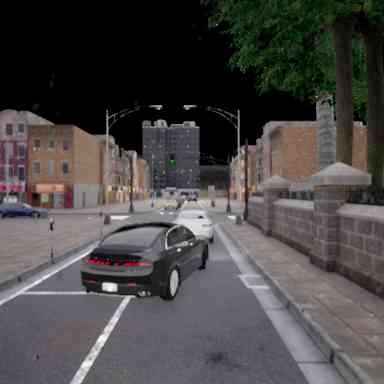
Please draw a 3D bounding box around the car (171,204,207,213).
[{"bbox_3d":[0.046,1.541,16.005,1.812,1.442,4.674,0,0,0],"label":"car"}]

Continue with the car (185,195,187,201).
[{"bbox_3d":[-2.581,1.643,64.934,1.947,1.339,4.313,0,0,0],"label":"car"}]

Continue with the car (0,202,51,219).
[{"bbox_3d":[-14.576,1.573,28.442,4.674,1.442,1.812,0,0,0],"label":"car"}]

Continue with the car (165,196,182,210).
[{"bbox_3d":[-2.600,1.572,42.956,1.752,1.417,4.829,0,0,0],"label":"car"}]

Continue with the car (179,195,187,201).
[{"bbox_3d":[-2.556,1.669,92.195,2.008,1.369,4.403,0,0,0],"label":"car"}]

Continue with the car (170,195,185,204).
[{"bbox_3d":[-2.596,1.369,48.578,2.192,1.841,5.009,0,0,0],"label":"car"}]

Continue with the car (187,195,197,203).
[{"bbox_3d":[0.067,1.439,74.063,2.097,1.767,4.553,0,0,0],"label":"car"}]

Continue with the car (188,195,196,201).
[{"bbox_3d":[0.076,1.434,84.098,1.882,1.535,5.008,0,0,0],"label":"car"}]

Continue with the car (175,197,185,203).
[{"bbox_3d":[-2.576,1.651,70.386,1.947,1.339,4.313,0,0,0],"label":"car"}]

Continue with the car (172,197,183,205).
[{"bbox_3d":[-2.586,1.594,59.312,1.752,1.417,4.829,0,0,0],"label":"car"}]

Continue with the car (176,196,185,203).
[{"bbox_3d":[-2.571,1.644,75.839,2.008,1.369,4.403,0,0,0],"label":"car"}]

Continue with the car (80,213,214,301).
[{"bbox_3d":[-0.868,1.512,8.480,1.837,1.490,4.892,0,0,16],"label":"car"}]
